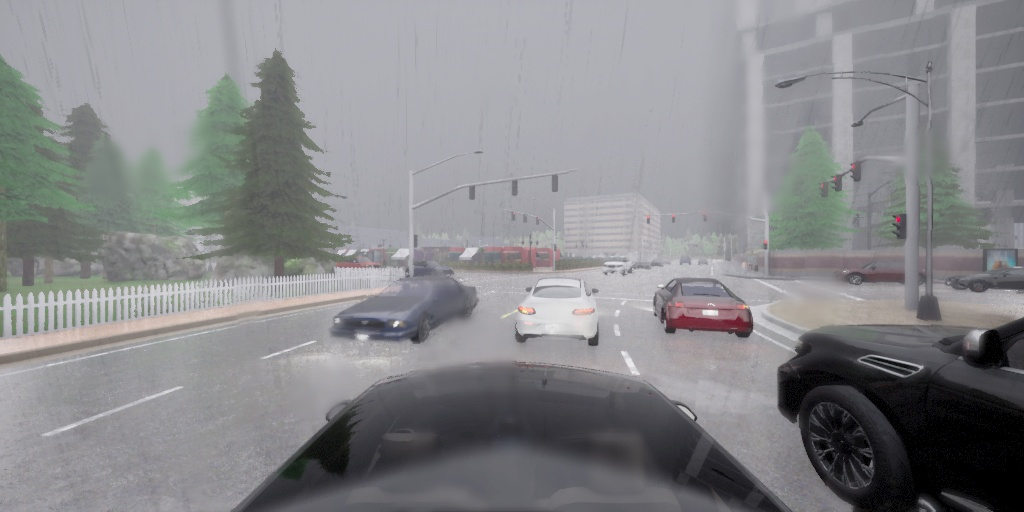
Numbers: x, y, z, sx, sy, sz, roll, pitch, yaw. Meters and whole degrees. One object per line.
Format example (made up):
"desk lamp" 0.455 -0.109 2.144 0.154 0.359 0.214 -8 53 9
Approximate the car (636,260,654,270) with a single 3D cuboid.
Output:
"car" 18.973 1.313 52.132 1.994 1.385 4.181 0 0 29

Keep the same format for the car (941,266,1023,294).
"car" 28.002 1.331 20.154 4.674 1.442 1.812 0 0 29

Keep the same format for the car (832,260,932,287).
"car" 25.914 1.157 25.388 4.553 1.767 2.097 0 0 30

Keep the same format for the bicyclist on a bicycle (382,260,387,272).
"bicyclist on a bicycle" -15.735 1.258 44.274 0.582 1.620 1.656 0 0 -23

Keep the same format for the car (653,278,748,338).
"car" 5.296 1.314 10.419 1.994 1.385 4.181 0 0 17

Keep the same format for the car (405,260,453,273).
"car" -7.321 1.157 31.939 4.553 1.767 2.097 0 0 30

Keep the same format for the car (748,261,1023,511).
"car" 3.737 0.971 1.190 2.150 2.045 5.566 0 0 0

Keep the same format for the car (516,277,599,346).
"car" 1.275 1.276 9.412 1.812 1.442 4.674 0 0 11

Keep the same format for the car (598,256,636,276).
"car" 11.380 0.999 38.532 2.150 2.045 5.566 0 1 29

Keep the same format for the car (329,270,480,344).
"car" -2.482 1.297 10.002 2.033 1.411 5.357 0 0 13

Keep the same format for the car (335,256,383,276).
"car" -15.663 1.027 36.674 5.566 2.045 2.150 0 0 30

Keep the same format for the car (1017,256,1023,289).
"car" 34.251 1.027 20.657 5.566 2.045 2.150 0 0 30
